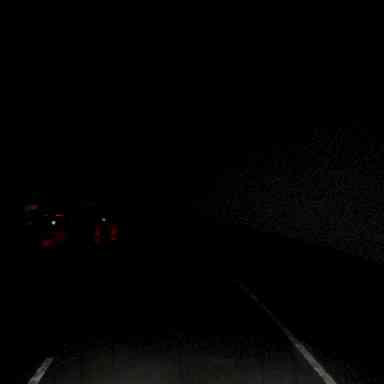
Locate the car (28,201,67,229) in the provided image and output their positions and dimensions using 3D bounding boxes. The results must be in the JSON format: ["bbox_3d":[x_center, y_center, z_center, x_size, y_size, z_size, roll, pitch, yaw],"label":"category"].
[{"bbox_3d":[-9.588,1.583,22.226,1.837,1.490,4.892,0,0,-30],"label":"car"}]

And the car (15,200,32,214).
[{"bbox_3d":[-18.972,1.610,37.252,5.008,1.535,1.882,0,0,36],"label":"car"}]

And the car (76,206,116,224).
[{"bbox_3d":[-7.473,1.682,25.499,1.895,1.301,4.718,0,0,-33],"label":"car"}]
